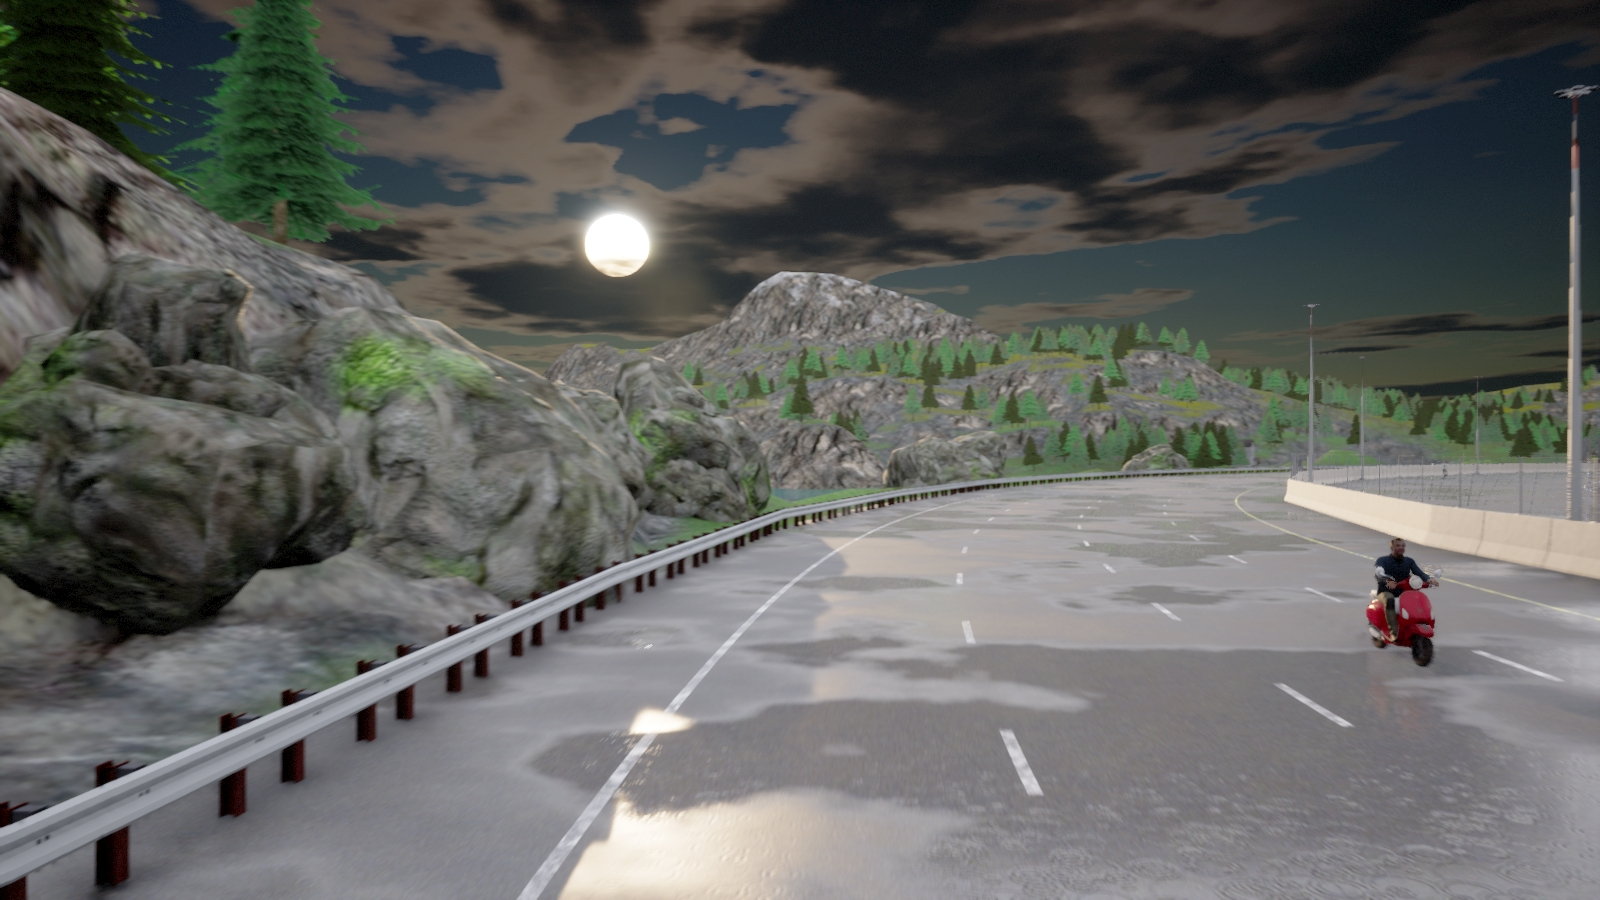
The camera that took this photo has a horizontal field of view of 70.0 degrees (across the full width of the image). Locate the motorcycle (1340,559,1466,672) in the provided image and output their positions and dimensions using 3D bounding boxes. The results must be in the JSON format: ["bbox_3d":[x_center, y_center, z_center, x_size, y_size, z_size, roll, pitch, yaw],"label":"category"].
[{"bbox_3d":[8.125,2.195,15.484,0.856,1.236,1.805,1,0,5],"label":"motorcycle"}]
